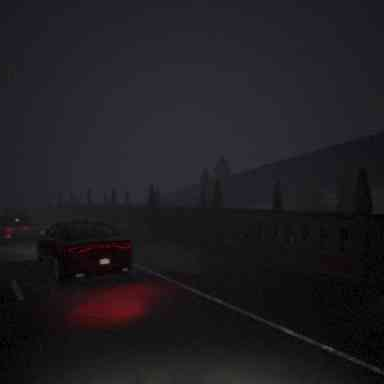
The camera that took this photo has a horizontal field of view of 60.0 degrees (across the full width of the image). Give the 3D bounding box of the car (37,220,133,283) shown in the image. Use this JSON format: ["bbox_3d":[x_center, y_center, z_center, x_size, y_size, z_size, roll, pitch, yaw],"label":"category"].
[{"bbox_3d":[-3.505,1.592,10.321,1.882,1.535,5.008,0,-1,-33],"label":"car"}]

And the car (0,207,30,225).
[{"bbox_3d":[-14.763,1.918,27.645,1.895,1.301,4.718,0,-1,-33],"label":"car"}]
